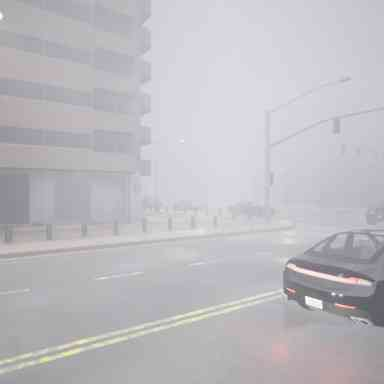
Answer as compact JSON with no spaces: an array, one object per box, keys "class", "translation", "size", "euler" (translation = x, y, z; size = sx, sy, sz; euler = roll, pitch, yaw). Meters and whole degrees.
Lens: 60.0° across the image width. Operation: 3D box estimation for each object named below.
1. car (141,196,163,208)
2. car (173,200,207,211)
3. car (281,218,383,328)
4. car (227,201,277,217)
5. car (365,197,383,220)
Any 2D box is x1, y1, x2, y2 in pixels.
[{"class":"car","translation":[-6.017,1.300,47.304],"size":[2.097,1.767,4.553],"euler":[0,0,-34]},{"class":"car","translation":[-0.247,1.549,38.930],"size":[1.895,1.301,4.718],"euler":[0,0,-35]},{"class":"car","translation":[3.876,1.493,6.509],"size":[4.902,1.511,2.128],"euler":[0,0,-35]},{"class":"car","translation":[5.498,1.549,30.773],"size":[1.895,1.301,4.718],"euler":[0,0,-35]},{"class":"car","translation":[13.961,1.196,22.349],"size":[5.566,2.045,2.150],"euler":[0,0,-35]}]
